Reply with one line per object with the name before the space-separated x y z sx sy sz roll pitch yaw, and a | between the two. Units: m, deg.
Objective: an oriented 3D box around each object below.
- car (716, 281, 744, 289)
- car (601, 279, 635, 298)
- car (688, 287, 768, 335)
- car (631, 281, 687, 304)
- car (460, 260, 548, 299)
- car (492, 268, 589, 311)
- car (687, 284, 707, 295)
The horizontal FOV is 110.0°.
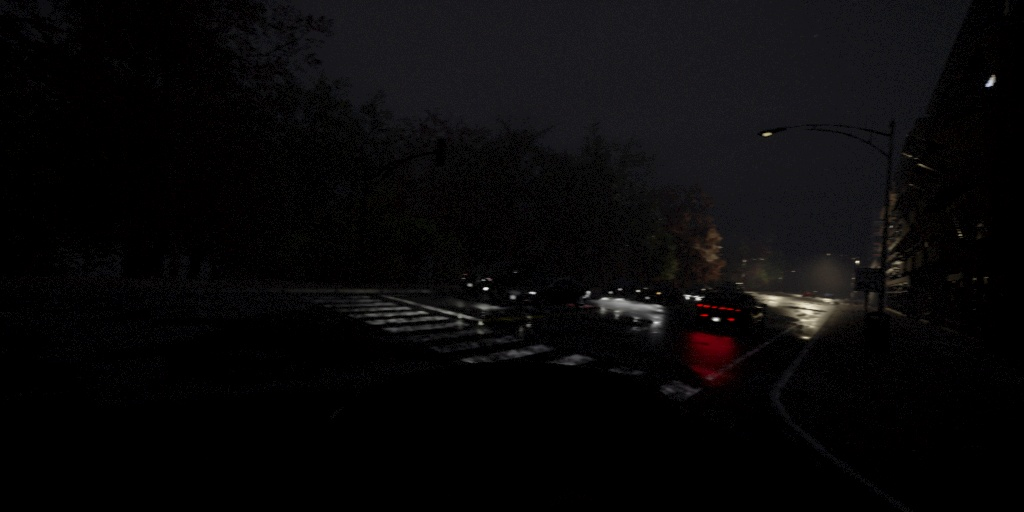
car | 25.152 3.915 41.442 2.150 2.045 5.566 4 -2 43
car | 9.490 2.642 29.669 2.033 1.411 5.357 4 -2 43
car | 9.201 2.260 14.987 1.837 1.490 4.892 4 -2 43
car | 10.928 2.747 26.460 1.895 1.301 4.718 4 -2 43
car | -0.133 1.260 19.401 2.150 2.045 5.566 4 -2 43
car | 1.732 1.630 16.663 2.128 1.511 4.902 4 -2 43
car | 22.941 4.132 43.849 2.033 1.411 5.357 4 -2 43
